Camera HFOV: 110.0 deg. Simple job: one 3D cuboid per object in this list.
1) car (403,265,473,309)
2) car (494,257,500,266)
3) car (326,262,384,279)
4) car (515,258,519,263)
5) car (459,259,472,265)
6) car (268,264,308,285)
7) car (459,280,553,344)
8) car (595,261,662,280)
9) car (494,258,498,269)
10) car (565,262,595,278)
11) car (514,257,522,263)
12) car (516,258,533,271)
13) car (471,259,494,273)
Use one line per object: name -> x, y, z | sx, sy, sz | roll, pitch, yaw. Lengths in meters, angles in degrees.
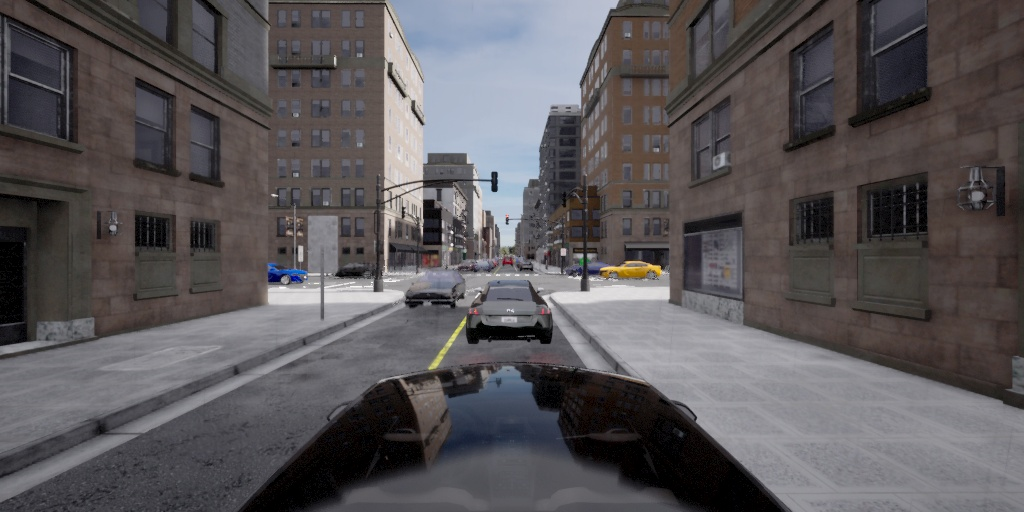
car -> -3.041, 1.298, 15.320 | 2.033, 1.411, 5.357 | 0, 0, -1
car -> -3.653, 1.296, 64.265 | 1.882, 1.535, 5.008 | 0, 0, 0
car -> -14.423, 1.288, 32.913 | 5.008, 1.535, 1.882 | 0, 0, -1
car -> 1.830, 1.391, 59.671 | 1.802, 1.307, 4.207 | 0, 0, 0
car -> -6.108, 1.230, 48.587 | 1.967, 1.591, 4.097 | 0, 0, 0
car -> -17.575, 1.288, 26.167 | 5.008, 1.535, 1.882 | 0, 0, 1
car -> -0.067, 1.314, 9.578 | 1.994, 1.385, 4.181 | 0, 0, 0
car -> 9.846, 1.186, 29.977 | 5.008, 1.535, 1.882 | 0, 0, -1
car -> -3.608, 1.347, 54.313 | 2.033, 1.411, 5.357 | 0, 0, 0
car -> 7.326, 1.250, 33.488 | 4.674, 1.442, 1.812 | 0, 0, 4
car -> 1.787, 1.386, 65.181 | 1.948, 1.339, 4.313 | 0, 0, 0
car -> 1.916, 1.356, 48.649 | 1.948, 1.339, 4.313 | 0, 0, 0
car -> -3.560, 1.309, 44.633 | 1.812, 1.442, 4.674 | 0, 0, 1
